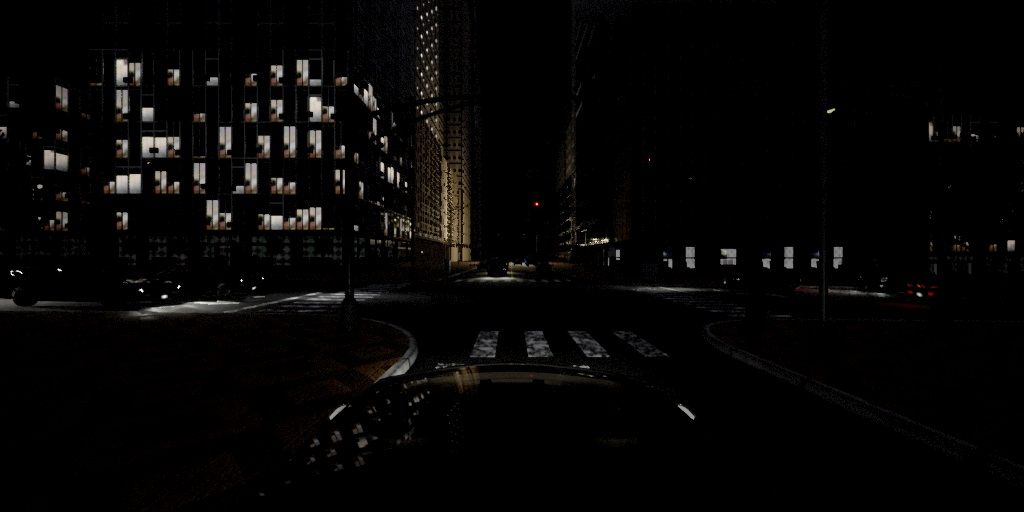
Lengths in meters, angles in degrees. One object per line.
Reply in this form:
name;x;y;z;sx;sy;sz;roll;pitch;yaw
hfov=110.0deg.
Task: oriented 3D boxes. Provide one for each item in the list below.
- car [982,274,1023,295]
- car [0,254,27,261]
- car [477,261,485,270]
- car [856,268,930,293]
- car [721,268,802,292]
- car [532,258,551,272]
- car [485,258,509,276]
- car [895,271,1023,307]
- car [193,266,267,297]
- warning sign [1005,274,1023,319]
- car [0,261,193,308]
car;36.761;2.035;25.336;4.718;1.301;1.895;1;0;-2
car;-22.916;0.706;15.911;4.553;1.767;2.097;1;0;-3
car;-3.994;1.343;51.050;1.802;1.307;4.207;0;0;0
car;26.746;1.606;24.885;4.553;1.767;2.097;1;0;-3
car;16.900;1.570;24.437;4.902;1.511;2.128;1;0;-3
car;3.955;1.329;45.552;1.948;1.339;4.313;0;0;0
car;-1.475;1.245;37.099;1.882;1.535;5.008;0;0;0
car;22.716;1.691;17.986;4.892;1.490;1.837;1;0;-3
car;-14.011;1.118;16.315;4.718;1.301;1.895;1;0;-3
warning sign;17.281;1.204;11.741;1.060;1.860;1.300;0;0;-3
car;-15.290;1.042;13.035;5.357;1.411;2.033;1;0;0
